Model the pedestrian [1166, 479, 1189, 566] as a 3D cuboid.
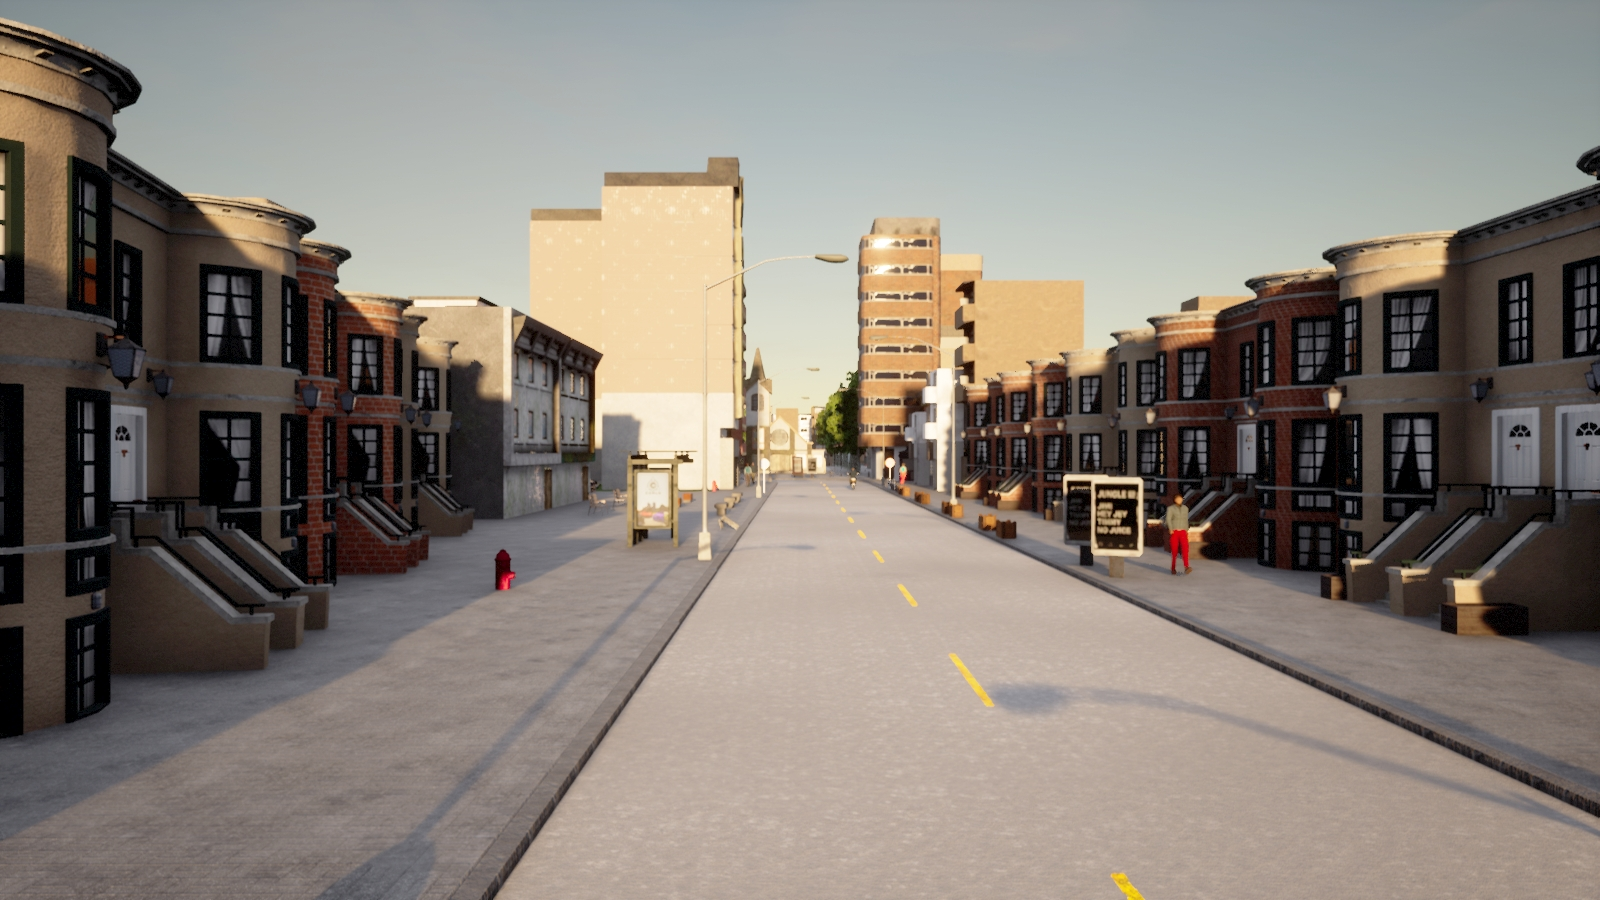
[{"bbox_3d":[8.162,1.567,24.703,0.375,1.860,0.375,0,0,1],"label":"pedestrian"}]
